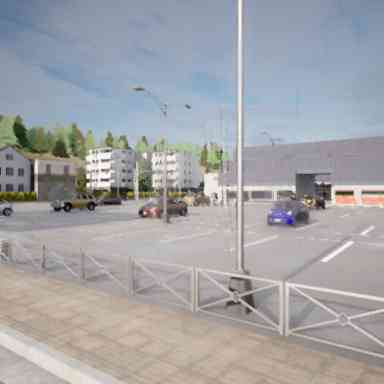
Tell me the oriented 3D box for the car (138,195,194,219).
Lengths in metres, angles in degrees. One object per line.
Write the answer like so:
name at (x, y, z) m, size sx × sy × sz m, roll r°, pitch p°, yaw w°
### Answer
car at (-2.200, 1.259, 26.351) m, size 2.007 × 1.523 × 4.514 m, roll 0°, pitch 0°, yaw 35°

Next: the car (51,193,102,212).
car at (-11.974, 1.030, 34.105) m, size 1.932 × 1.855 × 4.605 m, roll 0°, pitch 0°, yaw 35°

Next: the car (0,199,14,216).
car at (-16.826, 1.294, 27.151) m, size 1.970 × 1.475 × 3.806 m, roll 0°, pitch 0°, yaw 35°

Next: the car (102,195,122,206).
car at (-11.885, 1.215, 46.287) m, size 2.007 × 1.523 × 4.514 m, roll 0°, pitch 0°, yaw 35°

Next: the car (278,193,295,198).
car at (11.062, 1.046, 39.143) m, size 1.905 × 1.878 × 3.866 m, roll 0°, pitch 0°, yaw 35°

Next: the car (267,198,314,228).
car at (5.945, 1.304, 20.562) m, size 1.845 × 1.501 × 3.633 m, roll 0°, pitch 0°, yaw 35°

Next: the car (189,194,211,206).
car at (0.602, 1.093, 46.510) m, size 2.152 × 1.636 × 5.027 m, roll 0°, pitch 0°, yaw 35°

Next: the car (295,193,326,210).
car at (13.675, 1.073, 37.807) m, size 1.932 × 1.855 × 4.605 m, roll 0°, pitch 0°, yaw 35°
